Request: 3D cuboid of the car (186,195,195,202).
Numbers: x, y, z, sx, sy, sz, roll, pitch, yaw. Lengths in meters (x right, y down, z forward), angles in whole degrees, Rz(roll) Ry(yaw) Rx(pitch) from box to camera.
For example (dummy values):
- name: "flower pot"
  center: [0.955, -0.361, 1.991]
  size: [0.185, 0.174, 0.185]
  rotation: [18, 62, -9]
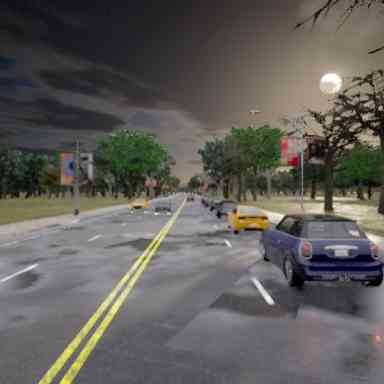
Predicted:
- name: "car"
  center: [-0.344, 1.552, 83.770]
  size: [2.097, 1.767, 4.553]
  rotation: [0, 0, -1]

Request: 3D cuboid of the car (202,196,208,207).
- name: "car"
  center: [3.114, 1.557, 52.788]
  size: [2.097, 1.767, 4.553]
  rotation: [0, 0, 0]

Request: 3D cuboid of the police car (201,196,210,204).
- name: "police car"
  center: [2.972, 1.718, 74.938]
  size: [1.930, 1.638, 5.238]
  rotation: [0, 0, 0]

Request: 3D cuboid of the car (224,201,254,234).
- name: "car"
  center: [3.232, 1.554, 19.802]
  size: [1.882, 1.535, 5.008]
  rotation: [0, 0, 0]

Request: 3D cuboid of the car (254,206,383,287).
- name: "car"
  center: [3.348, 1.389, 9.569]
  size: [2.097, 1.767, 4.553]
  rotation: [0, 0, 0]

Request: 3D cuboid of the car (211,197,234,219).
- name: "car"
  center: [3.205, 1.550, 30.807]
  size: [2.033, 1.649, 4.856]
  rotation: [0, 0, 0]

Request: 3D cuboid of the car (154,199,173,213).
- name: "car"
  center: [-3.417, 1.660, 40.082]
  size: [1.837, 1.490, 4.892]
  rotation: [0, 0, 0]

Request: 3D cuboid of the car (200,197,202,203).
- name: "car"
  center: [3.049, 1.752, 63.853]
  size: [2.163, 1.488, 4.792]
  rotation: [0, 0, 0]

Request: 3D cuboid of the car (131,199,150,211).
- name: "car"
  center: [-6.673, 1.645, 43.124]
  size: [1.882, 1.535, 5.008]
  rotation: [0, 0, 0]

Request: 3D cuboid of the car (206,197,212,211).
- name: "car"
  center: [3.166, 1.667, 41.813]
  size: [1.837, 1.490, 4.892]
  rotation: [0, 0, 0]
